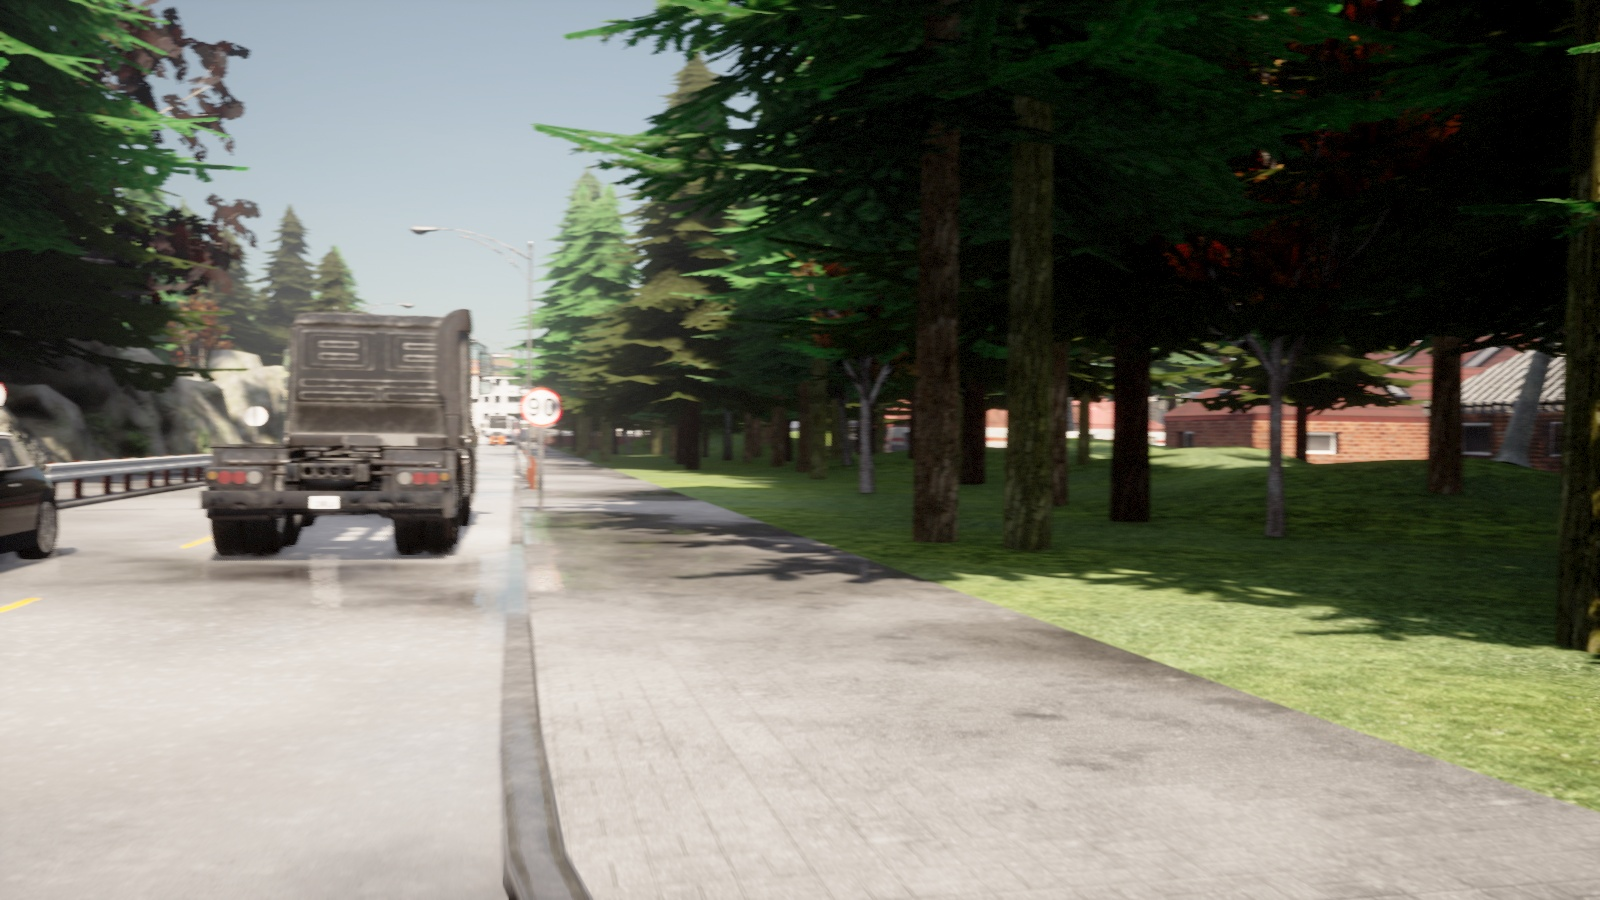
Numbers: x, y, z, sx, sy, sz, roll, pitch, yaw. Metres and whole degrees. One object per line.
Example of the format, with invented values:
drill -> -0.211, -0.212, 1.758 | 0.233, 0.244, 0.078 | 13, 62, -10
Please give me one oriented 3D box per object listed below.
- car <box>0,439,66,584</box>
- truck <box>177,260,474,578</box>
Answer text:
car -> -9.107, 0.635, 12.589 | 1.970, 1.475, 3.806 | 0, 1, -13
truck -> -6.255, -0.376, 17.865 | 2.891, 3.462, 7.936 | 0, 1, -13
